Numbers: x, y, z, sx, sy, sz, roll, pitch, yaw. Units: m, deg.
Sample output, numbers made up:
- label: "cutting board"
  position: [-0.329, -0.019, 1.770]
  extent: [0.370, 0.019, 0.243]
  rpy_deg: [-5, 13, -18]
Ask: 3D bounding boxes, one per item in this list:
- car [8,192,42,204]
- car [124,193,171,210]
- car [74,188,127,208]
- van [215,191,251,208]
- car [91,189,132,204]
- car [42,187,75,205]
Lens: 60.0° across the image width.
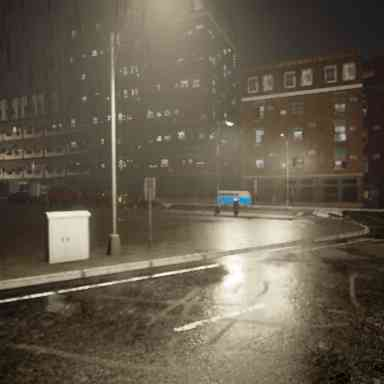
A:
- label: "car"
  position: [-19.422, 0.744, 38.903]
  extent: [4.507, 1.381, 1.887]
  rpy_deg: [1, 0, 24]
- label: "car"
  position: [-4.015, 1.043, 31.956]
  extent: [4.206, 1.307, 1.802]
  rpy_deg: [1, 0, 24]
- label: "car"
  position: [-9.144, 0.690, 34.272]
  extent: [5.009, 1.841, 2.192]
  rpy_deg: [1, 0, 24]
- label: "van"
  position: [4.661, 0.804, 37.239]
  extent: [3.998, 1.788, 1.690]
  rpy_deg: [1, 0, 24]
- label: "car"
  position: [-10.740, 0.519, 44.183]
  extent: [5.009, 1.841, 2.192]
  rpy_deg: [1, 0, 24]
- label: "car"
  position: [-14.592, 0.459, 39.554]
  extent: [5.566, 2.045, 2.150]
  rpy_deg: [1, 1, 24]
